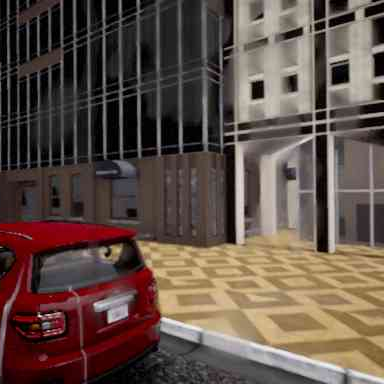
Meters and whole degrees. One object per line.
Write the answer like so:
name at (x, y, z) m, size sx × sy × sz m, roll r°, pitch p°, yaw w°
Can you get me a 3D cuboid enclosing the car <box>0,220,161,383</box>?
car at (-2.705, 1.347, 4.814) m, size 5.009 × 1.841 × 2.192 m, roll 0°, pitch 0°, yaw 36°
